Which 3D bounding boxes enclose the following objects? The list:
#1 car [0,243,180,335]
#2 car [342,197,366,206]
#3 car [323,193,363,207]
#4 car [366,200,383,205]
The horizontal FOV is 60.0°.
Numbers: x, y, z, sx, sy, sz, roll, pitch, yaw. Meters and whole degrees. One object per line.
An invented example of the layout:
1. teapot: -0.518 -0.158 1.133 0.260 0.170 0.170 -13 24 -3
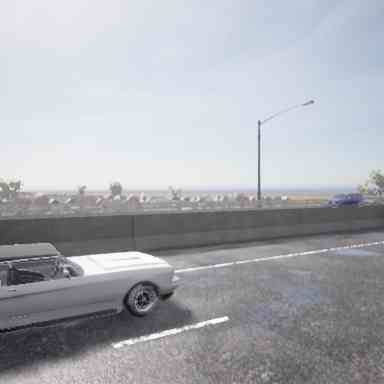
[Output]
1. car: -2.625 1.597 5.874 4.718 1.301 1.895 0 0 -31
2. car: 18.398 1.542 35.020 4.718 1.301 1.895 0 0 -31
3. car: 17.791 1.159 38.735 5.566 2.045 2.150 0 0 -31
4. car: 18.752 1.471 31.152 4.674 1.442 1.812 0 0 -31
